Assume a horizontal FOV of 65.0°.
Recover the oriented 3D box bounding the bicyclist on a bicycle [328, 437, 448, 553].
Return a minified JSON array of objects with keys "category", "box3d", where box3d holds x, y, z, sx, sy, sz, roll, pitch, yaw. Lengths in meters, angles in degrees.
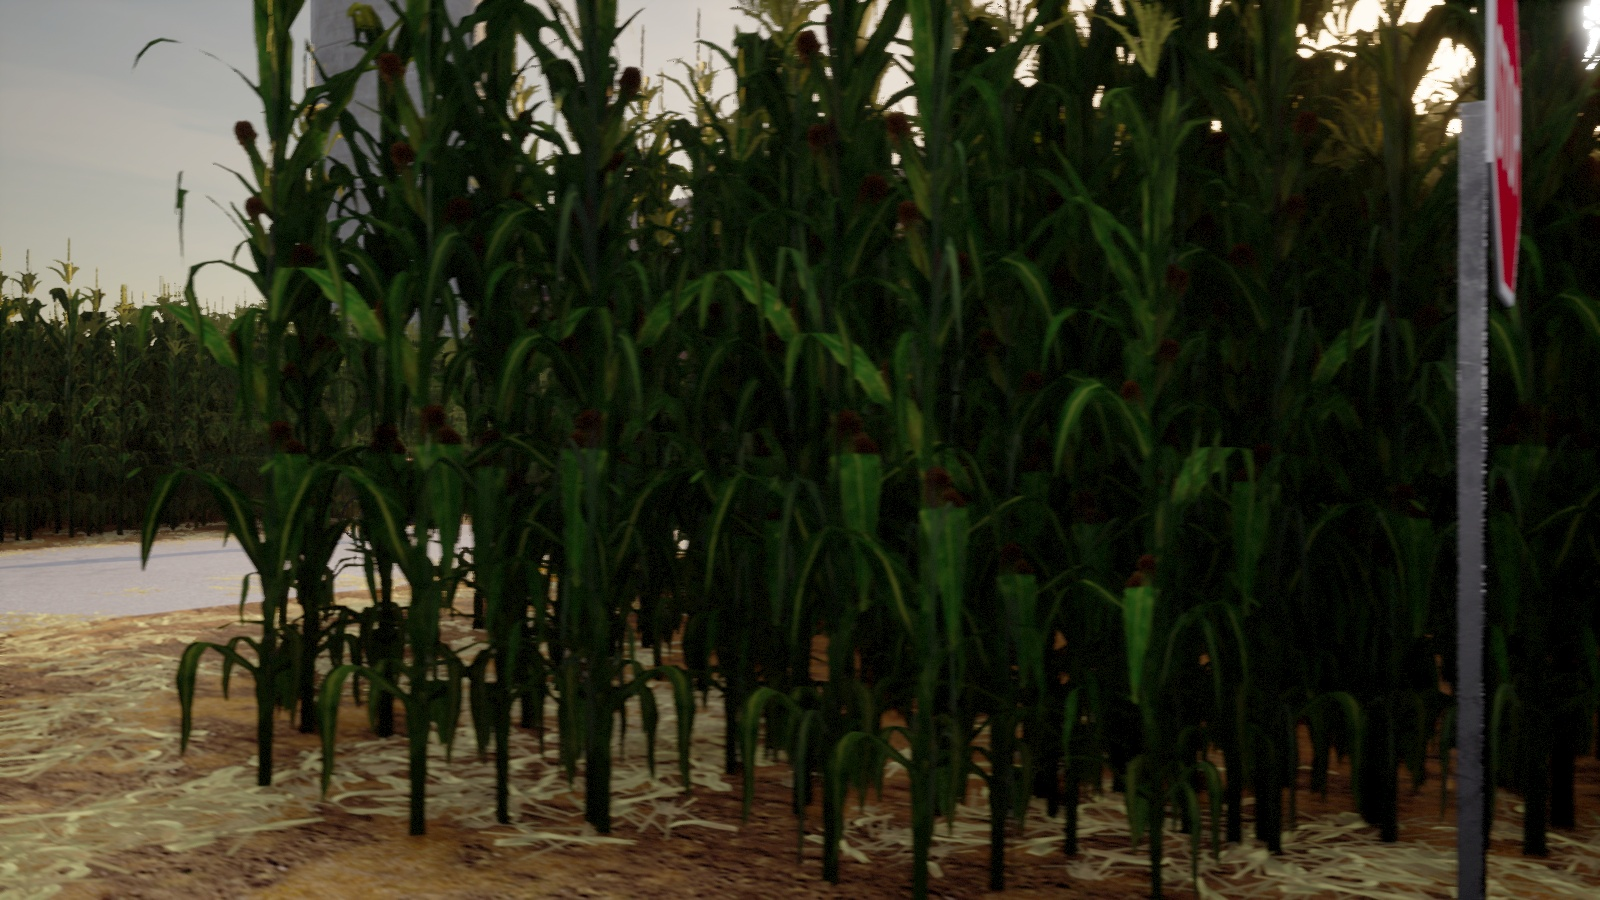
[{"category":"bicyclist on a bicycle","box3d":[-6.060,0.634,18.558,0.582,1.620,1.656,-1,0,33]}]
